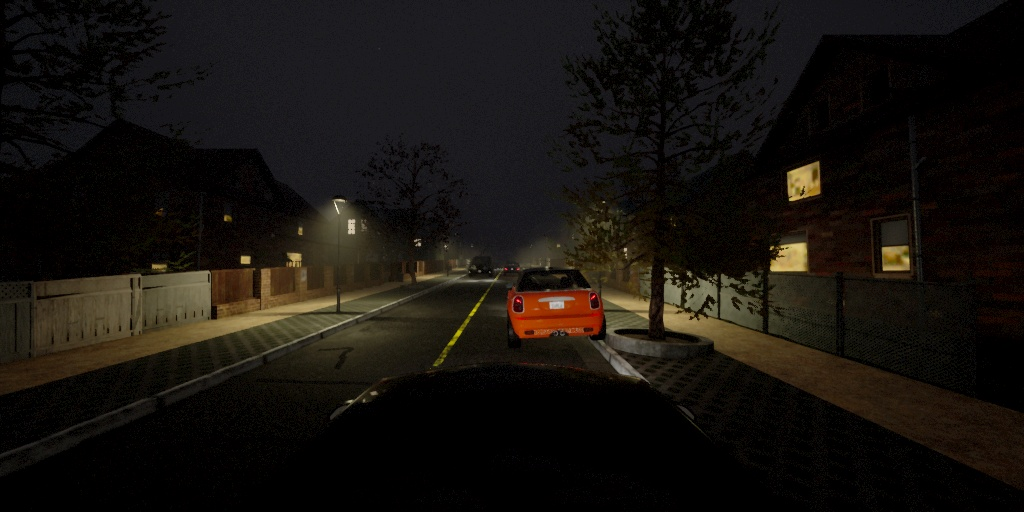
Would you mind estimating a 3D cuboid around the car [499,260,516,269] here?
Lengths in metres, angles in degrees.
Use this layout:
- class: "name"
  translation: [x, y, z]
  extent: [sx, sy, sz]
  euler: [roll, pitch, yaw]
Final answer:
- class: "car"
  translation: [0.023, 1.359, 38.220]
  extent: [2.033, 1.411, 5.357]
  euler: [0, 0, 0]

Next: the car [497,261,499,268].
- class: "car"
  translation: [-2.837, 1.441, 59.802]
  extent: [1.994, 1.385, 4.181]
  euler: [0, 0, 0]

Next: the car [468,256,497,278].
- class: "car"
  translation: [-2.900, 1.024, 34.794]
  extent: [2.150, 2.045, 5.566]
  euler: [0, 0, 0]

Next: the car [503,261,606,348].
- class: "car"
  translation: [0.911, 1.060, 9.443]
  extent: [2.097, 1.767, 4.553]
  euler: [-3, -1, 0]
